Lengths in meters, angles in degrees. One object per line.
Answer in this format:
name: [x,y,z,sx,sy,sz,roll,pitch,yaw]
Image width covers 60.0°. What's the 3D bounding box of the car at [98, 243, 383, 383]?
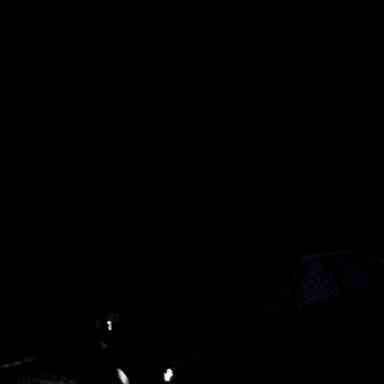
car: [1.450,1.541,5.022,5.357,1.411,2.033,0,0,-35]
